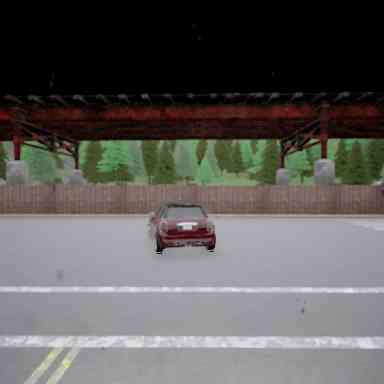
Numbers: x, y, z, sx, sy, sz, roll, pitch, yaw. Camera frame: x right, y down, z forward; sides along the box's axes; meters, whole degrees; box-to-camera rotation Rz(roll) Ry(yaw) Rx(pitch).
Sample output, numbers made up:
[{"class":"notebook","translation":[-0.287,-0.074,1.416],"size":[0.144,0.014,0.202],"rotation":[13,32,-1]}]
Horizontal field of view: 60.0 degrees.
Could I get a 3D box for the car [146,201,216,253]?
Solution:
[{"class":"car","translation":[-0.581,1.196,13.229],"size":[2.097,1.767,4.553],"rotation":[0,1,-12]}]
